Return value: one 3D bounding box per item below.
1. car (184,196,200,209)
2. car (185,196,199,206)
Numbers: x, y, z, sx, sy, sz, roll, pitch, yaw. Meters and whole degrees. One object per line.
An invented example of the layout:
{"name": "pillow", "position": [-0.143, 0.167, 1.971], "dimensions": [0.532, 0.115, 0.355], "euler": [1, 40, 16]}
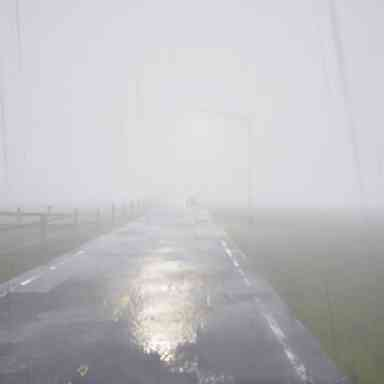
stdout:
{"name": "car", "position": [0.003, 1.477, 46.107], "dimensions": [2.128, 1.511, 4.902], "euler": [0, 0, 0]}
{"name": "car", "position": [0.004, 1.475, 56.426], "dimensions": [2.128, 1.511, 4.902], "euler": [0, 0, 0]}
